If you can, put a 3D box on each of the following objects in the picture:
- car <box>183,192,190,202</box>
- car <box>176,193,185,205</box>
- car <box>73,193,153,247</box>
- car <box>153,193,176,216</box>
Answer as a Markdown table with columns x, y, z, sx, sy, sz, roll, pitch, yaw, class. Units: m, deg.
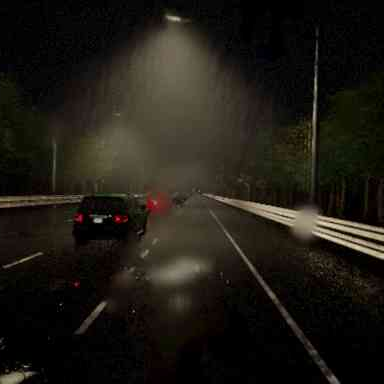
| x | y | z | sx | sy | sz | roll | pitch | yaw | class |
| --- | --- | --- | --- | --- | --- | --- | --- | --- | --- |
| -2.368 | 1.191 | 79.422 | 2.150 | 2.045 | 5.566 | 2 | 0 | 1 | car |
| -2.702 | 1.456 | 57.727 | 1.812 | 1.442 | 4.674 | 2 | 0 | 1 | car |
| -3.339 | 1.121 | 14.636 | 2.150 | 2.045 | 5.566 | 2 | 0 | 1 | car |
| -3.082 | 1.127 | 31.787 | 2.150 | 2.045 | 5.566 | 2 | 0 | 1 | car |
